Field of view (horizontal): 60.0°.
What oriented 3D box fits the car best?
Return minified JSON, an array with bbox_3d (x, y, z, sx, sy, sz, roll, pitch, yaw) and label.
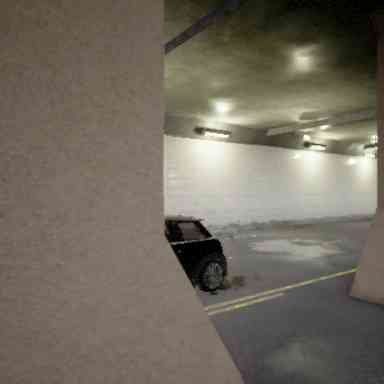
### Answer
[{"bbox_3d":[-1.430,1.349,7.270,4.553,1.767,2.097,0,0,-35],"label":"car"}]
